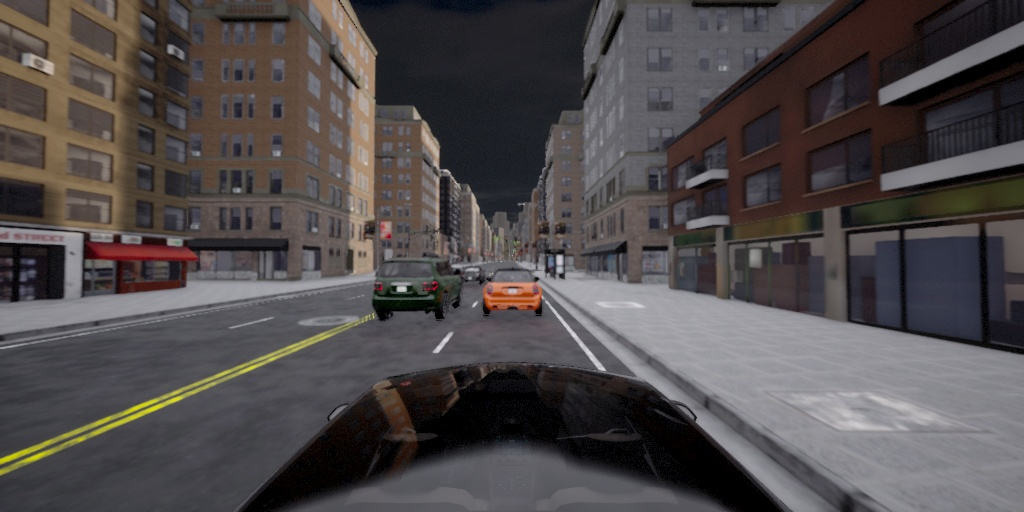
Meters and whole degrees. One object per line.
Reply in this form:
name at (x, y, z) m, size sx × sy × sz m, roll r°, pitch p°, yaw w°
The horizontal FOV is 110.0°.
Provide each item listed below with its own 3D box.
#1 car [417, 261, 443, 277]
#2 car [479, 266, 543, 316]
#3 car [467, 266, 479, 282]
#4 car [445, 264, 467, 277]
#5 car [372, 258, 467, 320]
car at (-9.808, 1.513, 43.170) m, size 2.097 × 1.767 × 4.553 m, roll 0°, pitch -1°, yaw 0°
car at (0.038, 1.223, 14.193) m, size 2.097 × 1.767 × 4.553 m, roll 0°, pitch -1°, yaw 0°
car at (-3.209, 1.553, 29.943) m, size 1.812 × 1.442 × 4.674 m, roll 0°, pitch 0°, yaw 1°
car at (-6.563, 1.679, 42.347) m, size 1.812 × 1.442 × 4.674 m, roll 0°, pitch -1°, yaw 0°
car at (-3.224, 1.085, 13.235) m, size 2.150 × 2.045 × 5.566 m, roll 0°, pitch 0°, yaw 0°
